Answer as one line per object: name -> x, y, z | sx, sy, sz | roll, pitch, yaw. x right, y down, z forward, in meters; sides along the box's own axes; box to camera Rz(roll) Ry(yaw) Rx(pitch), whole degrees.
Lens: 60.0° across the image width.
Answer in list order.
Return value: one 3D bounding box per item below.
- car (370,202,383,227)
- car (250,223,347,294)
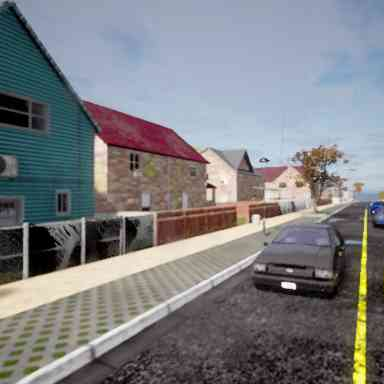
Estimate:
car -> 14.063, 1.712, 23.774 | 2.033, 1.411, 5.357 | 0, -1, 28
car -> 3.293, 1.610, 9.393 | 2.033, 1.411, 5.357 | 0, -1, 28
